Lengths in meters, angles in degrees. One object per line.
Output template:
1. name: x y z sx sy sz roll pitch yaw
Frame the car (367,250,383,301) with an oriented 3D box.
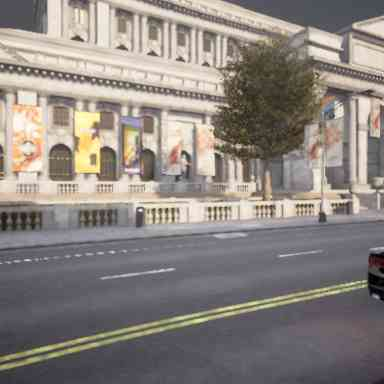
1. car: 5.669 1.429 6.639 5.008 1.535 1.882 0 0 -29
